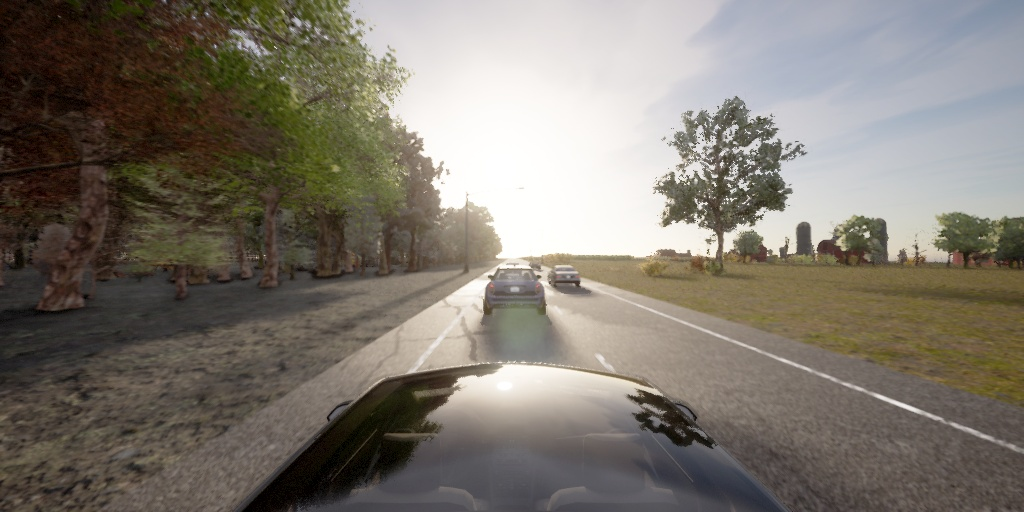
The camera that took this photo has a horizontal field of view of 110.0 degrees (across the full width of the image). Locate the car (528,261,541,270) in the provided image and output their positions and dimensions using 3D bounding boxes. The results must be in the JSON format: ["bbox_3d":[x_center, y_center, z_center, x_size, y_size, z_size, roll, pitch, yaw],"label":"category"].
[{"bbox_3d":[3.584,1.545,58.329,1.895,1.301,4.718,0,0,0],"label":"car"}]

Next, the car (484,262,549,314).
[{"bbox_3d":[0.097,1.148,14.070,2.097,1.767,4.553,0,0,0],"label":"car"}]

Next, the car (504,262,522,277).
[{"bbox_3d":[0.089,1.392,39.026,1.837,1.490,4.892,0,0,0],"label":"car"}]

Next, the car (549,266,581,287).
[{"bbox_3d":[3.576,1.386,25.270,2.033,1.411,5.357,0,0,0],"label":"car"}]
